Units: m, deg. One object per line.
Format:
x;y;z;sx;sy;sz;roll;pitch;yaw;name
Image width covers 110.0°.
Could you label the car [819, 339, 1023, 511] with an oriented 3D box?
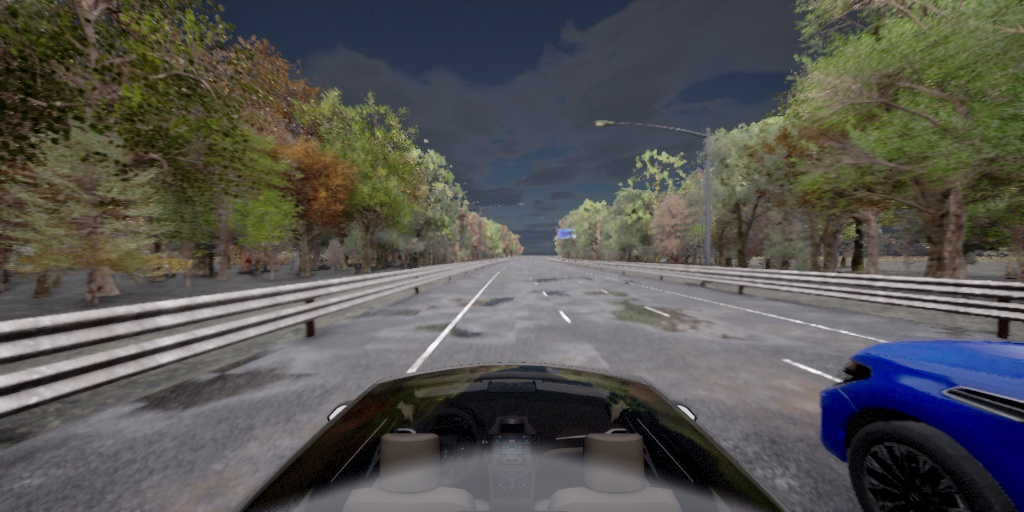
3.601;0.970;0.537;2.150;2.045;5.566;0;0;0;car
